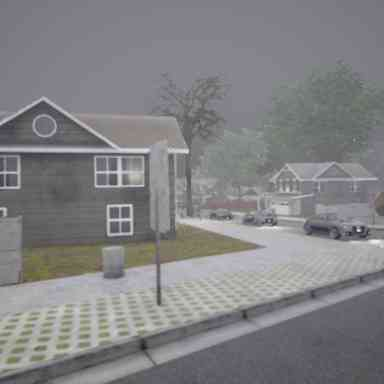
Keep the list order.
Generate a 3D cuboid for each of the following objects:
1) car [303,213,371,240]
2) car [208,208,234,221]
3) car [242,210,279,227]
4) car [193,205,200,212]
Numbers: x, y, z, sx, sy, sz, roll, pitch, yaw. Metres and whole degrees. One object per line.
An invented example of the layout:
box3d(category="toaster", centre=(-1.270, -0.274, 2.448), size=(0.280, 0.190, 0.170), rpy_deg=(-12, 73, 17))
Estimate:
box3d(category="car", centre=(8.478, 1.966, 19.812), size=(1.994, 1.385, 4.181), rpy_deg=(-1, -2, -14))
box3d(category="car", centre=(3.442, 2.660, 40.429), size=(2.033, 1.411, 5.357), rpy_deg=(-1, -1, -13))
box3d(category="car", centre=(6.022, 2.322, 29.760), size=(1.994, 1.385, 4.181), rpy_deg=(-1, -2, -13))
box3d(category="car", centre=(0.493, 3.256, 64.765), size=(1.812, 1.442, 4.674), rpy_deg=(-1, -1, -15))
